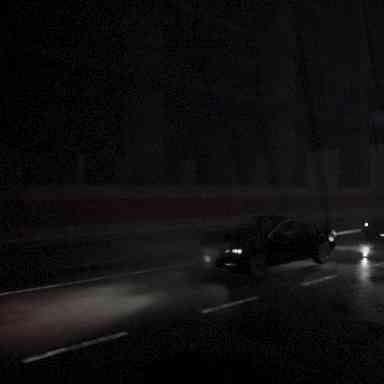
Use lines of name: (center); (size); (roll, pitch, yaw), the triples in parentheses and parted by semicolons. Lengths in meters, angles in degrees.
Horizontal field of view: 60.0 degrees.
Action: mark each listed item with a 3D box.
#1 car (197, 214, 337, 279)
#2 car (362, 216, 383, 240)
car: (2.393, 1.460, 10.045); (4.902, 1.511, 2.128); (0, 0, -36)
car: (9.936, 1.523, 15.491); (4.718, 1.301, 1.895); (0, 0, -36)
